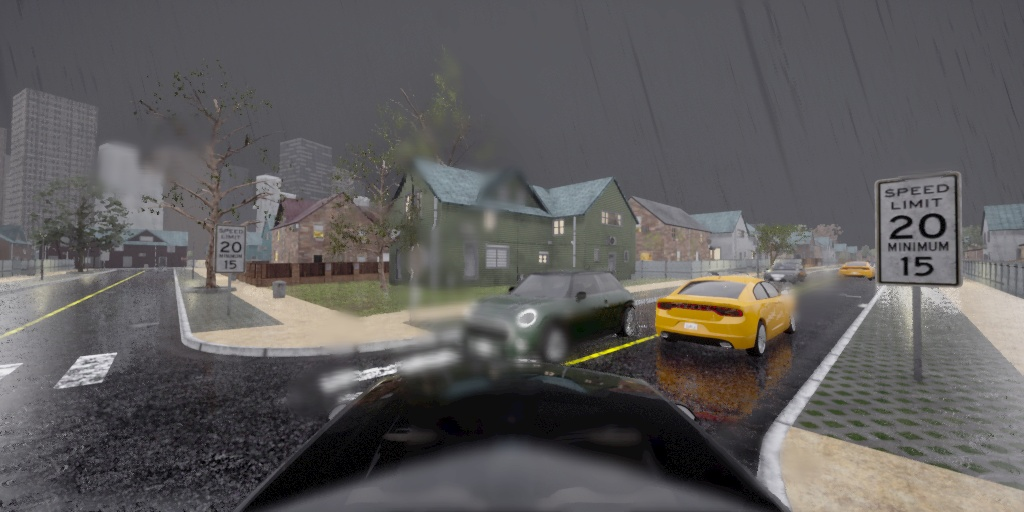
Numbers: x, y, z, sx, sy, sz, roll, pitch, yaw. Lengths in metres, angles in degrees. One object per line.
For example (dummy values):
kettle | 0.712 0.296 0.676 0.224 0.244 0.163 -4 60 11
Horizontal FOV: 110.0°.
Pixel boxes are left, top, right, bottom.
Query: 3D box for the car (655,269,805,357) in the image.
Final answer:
car | 5.340 1.217 8.693 5.008 1.535 1.882 0 0 -42

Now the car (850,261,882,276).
car | 36.534 1.273 36.944 5.357 1.411 2.033 0 -1 -42

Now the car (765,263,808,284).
car | 19.105 1.221 24.999 4.902 1.511 2.128 0 0 -42

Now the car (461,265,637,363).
car | 1.028 1.119 8.311 2.097 1.767 4.553 -1 0 44

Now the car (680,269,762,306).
car | 9.705 1.346 16.493 4.718 1.301 1.895 0 0 -42

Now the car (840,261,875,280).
car | 29.103 1.189 30.155 5.008 1.535 1.882 0 0 -42
